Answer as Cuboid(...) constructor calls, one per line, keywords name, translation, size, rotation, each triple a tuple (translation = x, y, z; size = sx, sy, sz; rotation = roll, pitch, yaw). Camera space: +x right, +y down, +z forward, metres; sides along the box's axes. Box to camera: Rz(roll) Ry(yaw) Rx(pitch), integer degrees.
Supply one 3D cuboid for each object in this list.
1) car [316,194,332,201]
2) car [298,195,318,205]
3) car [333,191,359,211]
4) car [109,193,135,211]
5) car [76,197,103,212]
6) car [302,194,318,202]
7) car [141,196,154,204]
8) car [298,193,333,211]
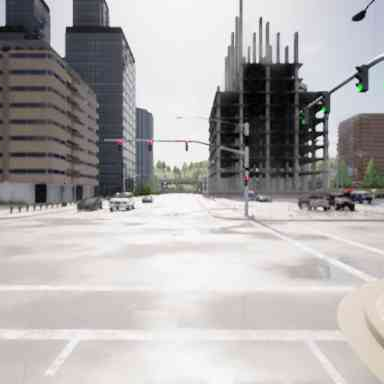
Cuboid(name="car", translation=(27.211, 1.184, 68.762), size=(1.784, 1.438, 3.905), rotation=(0, 0, 0))
Cuboid(name="car", translation=(18.614, 1.255, 53.623), size=(1.970, 1.475, 3.806), rotation=(0, 0, 0))
Cuboid(name="car", translation=(15.985, 1.061, 36.144), size=(1.905, 1.878, 3.866), rotation=(0, 0, 0))
Cuboid(name="car", translation=(-8.075, 1.120, 38.748), size=(2.150, 2.045, 5.566), rotation=(0, 0, 0))
Cuboid(name="car", translation=(-11.566, 1.378, 37.857), size=(1.882, 1.535, 5.008), rotation=(0, 1, 0))
Cuboid(name="car", translation=(24.316, 1.215, 68.750), size=(1.970, 1.475, 3.806), rotation=(0, 0, 0))
Cuboid(name="car", translation=(-8.174, 1.385, 61.962), size=(2.033, 1.411, 5.357), rotation=(0, 0, 0))
Cuboid(name="car", translation=(13.091, 1.058, 36.186), size=(1.932, 1.855, 4.605), rotation=(0, 0, 0))
